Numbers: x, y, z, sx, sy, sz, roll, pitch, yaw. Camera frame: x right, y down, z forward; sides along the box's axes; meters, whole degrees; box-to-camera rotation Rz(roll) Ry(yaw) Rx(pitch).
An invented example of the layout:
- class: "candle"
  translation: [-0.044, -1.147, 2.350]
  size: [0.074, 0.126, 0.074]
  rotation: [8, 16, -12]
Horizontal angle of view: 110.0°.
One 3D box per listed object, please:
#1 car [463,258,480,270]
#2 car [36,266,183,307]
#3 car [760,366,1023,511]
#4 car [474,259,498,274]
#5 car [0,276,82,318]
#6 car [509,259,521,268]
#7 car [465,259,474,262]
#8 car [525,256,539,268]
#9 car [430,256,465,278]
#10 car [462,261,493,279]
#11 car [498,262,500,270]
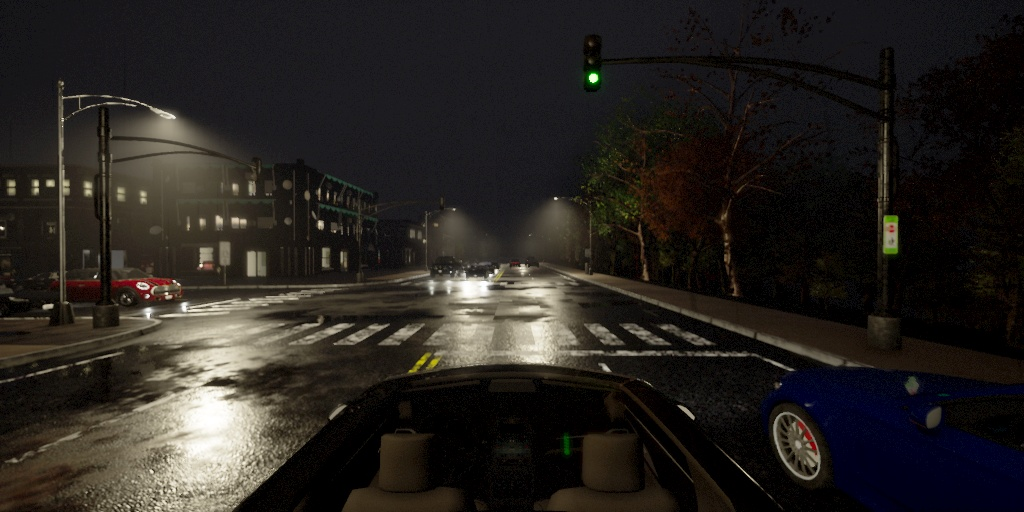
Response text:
- class: "car"
  translation: [-6.172, 1.180, 55.046]
  size: [2.097, 1.767, 4.553]
  rotation: [0, 0, 1]
- class: "car"
  translation: [-17.993, 1.328, 16.430]
  size: [4.553, 1.767, 2.097]
  rotation: [-1, 0, 0]
- class: "car"
  translation: [3.355, 1.276, 1.580]
  size: [1.812, 1.442, 4.674]
  rotation: [0, 0, 1]
- class: "car"
  translation: [-3.037, 1.374, 41.793]
  size: [1.994, 1.385, 4.181]
  rotation: [0, 0, 1]
- class: "car"
  translation: [-19.857, 1.585, 13.711]
  size: [4.313, 1.339, 1.948]
  rotation: [0, 0, 1]
- class: "car"
  translation: [0.590, 1.346, 64.757]
  size: [1.837, 1.490, 4.892]
  rotation: [0, 0, 0]
- class: "car"
  translation: [-6.264, 1.320, 44.994]
  size: [1.837, 1.490, 4.892]
  rotation: [0, 0, 0]
- class: "car"
  translation: [3.839, 1.319, 64.597]
  size: [1.882, 1.535, 5.008]
  rotation: [0, 0, 1]
- class: "car"
  translation: [-6.321, 1.021, 34.809]
  size: [2.150, 2.045, 5.566]
  rotation: [0, 0, 2]
- class: "car"
  translation: [-3.111, 1.398, 32.973]
  size: [1.895, 1.301, 4.718]
  rotation: [0, 0, 0]
- class: "car"
  translation: [-2.920, 1.391, 54.650]
  size: [1.994, 1.385, 4.181]
  rotation: [0, 0, 1]
